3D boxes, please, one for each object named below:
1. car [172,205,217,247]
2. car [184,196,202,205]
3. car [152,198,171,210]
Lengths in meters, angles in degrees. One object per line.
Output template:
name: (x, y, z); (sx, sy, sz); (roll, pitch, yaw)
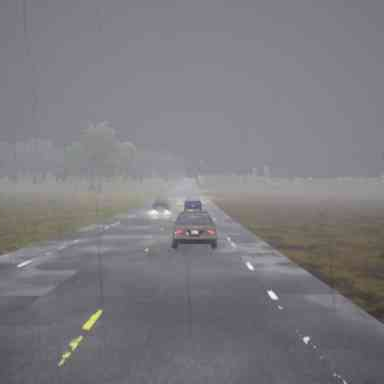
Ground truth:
car: (0.102, 1.535, 14.827); (2.033, 1.411, 5.357); (0, 0, 0)
car: (0.103, 1.236, 37.372); (1.882, 1.535, 5.008); (0, 1, 0)
car: (-3.588, 1.324, 39.393); (1.895, 1.301, 4.718); (0, 1, 0)
